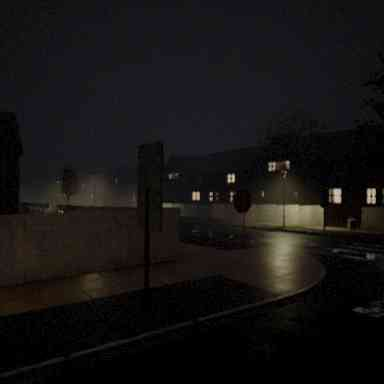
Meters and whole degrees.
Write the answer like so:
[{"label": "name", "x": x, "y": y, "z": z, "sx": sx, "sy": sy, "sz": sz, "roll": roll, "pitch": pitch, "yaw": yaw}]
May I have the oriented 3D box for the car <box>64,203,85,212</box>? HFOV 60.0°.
[{"label": "car", "x": -13.599, "y": 2.042, "z": 39.330, "sx": 2.033, "sy": 1.411, "sz": 5.357, "roll": 1, "pitch": -2, "yaw": -36}]
